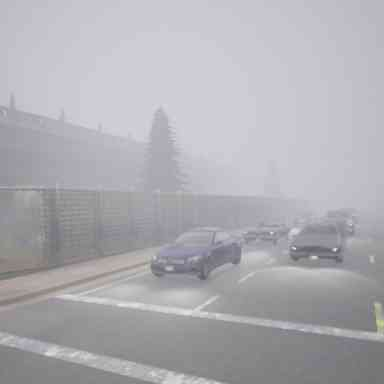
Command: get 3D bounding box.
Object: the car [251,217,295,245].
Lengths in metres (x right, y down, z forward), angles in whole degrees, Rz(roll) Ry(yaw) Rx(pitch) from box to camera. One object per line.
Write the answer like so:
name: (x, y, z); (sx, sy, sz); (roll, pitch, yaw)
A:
car: (4.590, 2.340, 19.936); (1.895, 1.301, 4.718); (-3, -3, 27)

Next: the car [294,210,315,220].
car: (11.251, 2.582, 32.754); (2.128, 1.511, 4.902); (-3, -2, 28)

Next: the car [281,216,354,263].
car: (5.521, 1.995, 14.146); (2.033, 1.411, 5.357); (-3, -3, 27)

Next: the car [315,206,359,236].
car: (10.241, 2.051, 23.259); (2.097, 1.767, 4.553); (-3, -3, 27)

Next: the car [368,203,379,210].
car: (45.029, 3.570, 82.515); (2.128, 1.511, 4.902); (-3, -3, 27)

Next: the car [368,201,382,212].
car: (38.128, 2.902, 69.244); (2.150, 2.045, 5.566); (-3, -3, 27)

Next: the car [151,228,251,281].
car: (0.396, 2.041, 11.860); (1.812, 1.442, 4.674); (-3, -3, 27)
